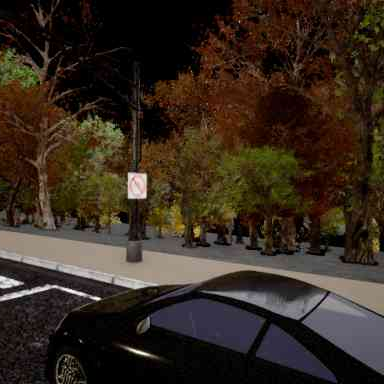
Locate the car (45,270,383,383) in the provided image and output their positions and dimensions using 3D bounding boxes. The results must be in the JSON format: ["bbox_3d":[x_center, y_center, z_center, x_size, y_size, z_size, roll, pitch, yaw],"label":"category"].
[{"bbox_3d":[0.368,1.564,3.425,4.181,1.385,1.994,0,0,36],"label":"car"}]
